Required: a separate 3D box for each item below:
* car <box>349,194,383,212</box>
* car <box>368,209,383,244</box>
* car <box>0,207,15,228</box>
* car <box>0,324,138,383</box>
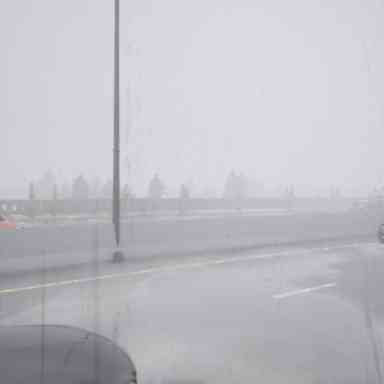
[{"bbox_3d":[17.641,1.175,31.371,5.566,2.045,2.150,0,0,-17],"label":"car"},{"bbox_3d":[9.384,1.491,12.906,4.892,1.490,1.837,0,0,-26],"label":"car"},{"bbox_3d":[-8.248,1.285,10.826,4.553,1.767,2.097,0,0,-35],"label":"car"},{"bbox_3d":[-2.530,1.509,1.819,4.674,1.442,1.812,0,0,-36],"label":"car"}]
